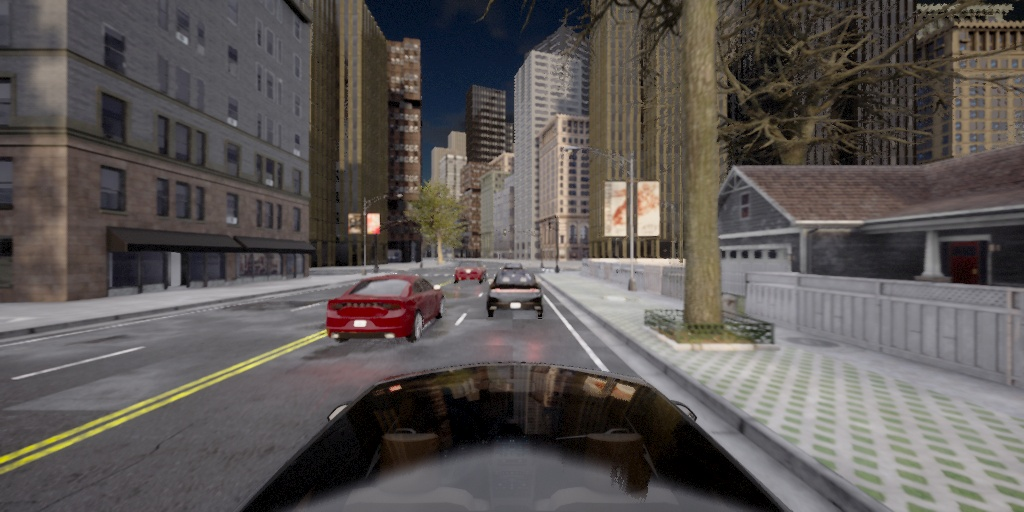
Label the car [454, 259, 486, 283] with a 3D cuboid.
[{"bbox_3d":[-3.140,1.127,27.882,2.097,1.767,4.553,0,0,0],"label":"car"}]

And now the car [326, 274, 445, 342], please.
[{"bbox_3d":[-3.146,1.240,9.904,1.882,1.535,5.008,0,0,0],"label":"car"}]

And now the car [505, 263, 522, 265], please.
[{"bbox_3d":[0.111,1.267,28.703,2.128,1.511,4.902,0,0,0],"label":"car"}]

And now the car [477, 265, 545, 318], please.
[{"bbox_3d":[0.105,1.257,13.019,2.128,1.511,4.902,0,0,0],"label":"car"}]
